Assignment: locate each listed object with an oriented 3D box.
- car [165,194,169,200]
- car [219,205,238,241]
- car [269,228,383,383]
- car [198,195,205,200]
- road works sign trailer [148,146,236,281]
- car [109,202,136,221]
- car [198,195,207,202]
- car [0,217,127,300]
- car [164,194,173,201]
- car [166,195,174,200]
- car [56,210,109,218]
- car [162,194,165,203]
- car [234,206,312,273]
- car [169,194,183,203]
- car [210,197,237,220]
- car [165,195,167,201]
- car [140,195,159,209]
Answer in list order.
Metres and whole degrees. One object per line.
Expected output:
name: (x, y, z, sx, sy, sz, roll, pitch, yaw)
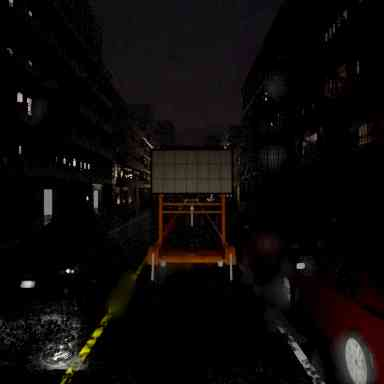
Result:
car: (-5.799, 1.292, 78.305, 2.192, 1.841, 5.009, 0, 0, 0)
car: (2.669, 1.550, 16.313, 2.008, 1.369, 4.403, 0, 0, 0)
car: (2.685, 1.545, 5.040, 1.887, 1.381, 4.507, 0, 0, 0)
car: (2.564, 1.516, 89.586, 1.887, 1.381, 4.507, 0, 0, 0)
road works sign trailer: (0.001, 0.464, 9.822, 2.380, 3.560, 2.880, 0, 0, 0)
car: (-5.728, 1.523, 27.407, 1.752, 1.417, 4.829, 0, 0, 0)
car: (2.580, 1.503, 78.483, 1.752, 1.417, 4.829, 0, 0, 0)
car: (-3.112, 1.564, 8.296, 1.994, 1.385, 4.181, 0, 0, 0)
car: (-5.808, 1.414, 83.941, 1.967, 1.590, 4.097, 0, 0, 0)
car: (-5.816, 1.516, 89.579, 1.887, 1.381, 4.507, 0, 0, 0)
car: (-5.712, 1.565, 16.304, 1.947, 1.339, 4.313, 0, 0, 0)
car: (-5.759, 1.305, 50.124, 2.192, 1.841, 5.009, 0, 0, 0)
car: (2.677, 1.440, 10.677, 1.967, 1.590, 4.097, 0, 0, 0)
car: (-3.100, 1.203, 70.558, 2.150, 2.045, 5.566, 0, 0, 0)
car: (2.654, 1.312, 27.586, 2.192, 1.841, 5.009, 0, 0, 0)
car: (-5.769, 1.570, 55.760, 1.802, 1.307, 4.206, 0, 0, 0)
car: (-5.752, 1.432, 44.487, 1.967, 1.590, 4.097, 0, 0, 0)
